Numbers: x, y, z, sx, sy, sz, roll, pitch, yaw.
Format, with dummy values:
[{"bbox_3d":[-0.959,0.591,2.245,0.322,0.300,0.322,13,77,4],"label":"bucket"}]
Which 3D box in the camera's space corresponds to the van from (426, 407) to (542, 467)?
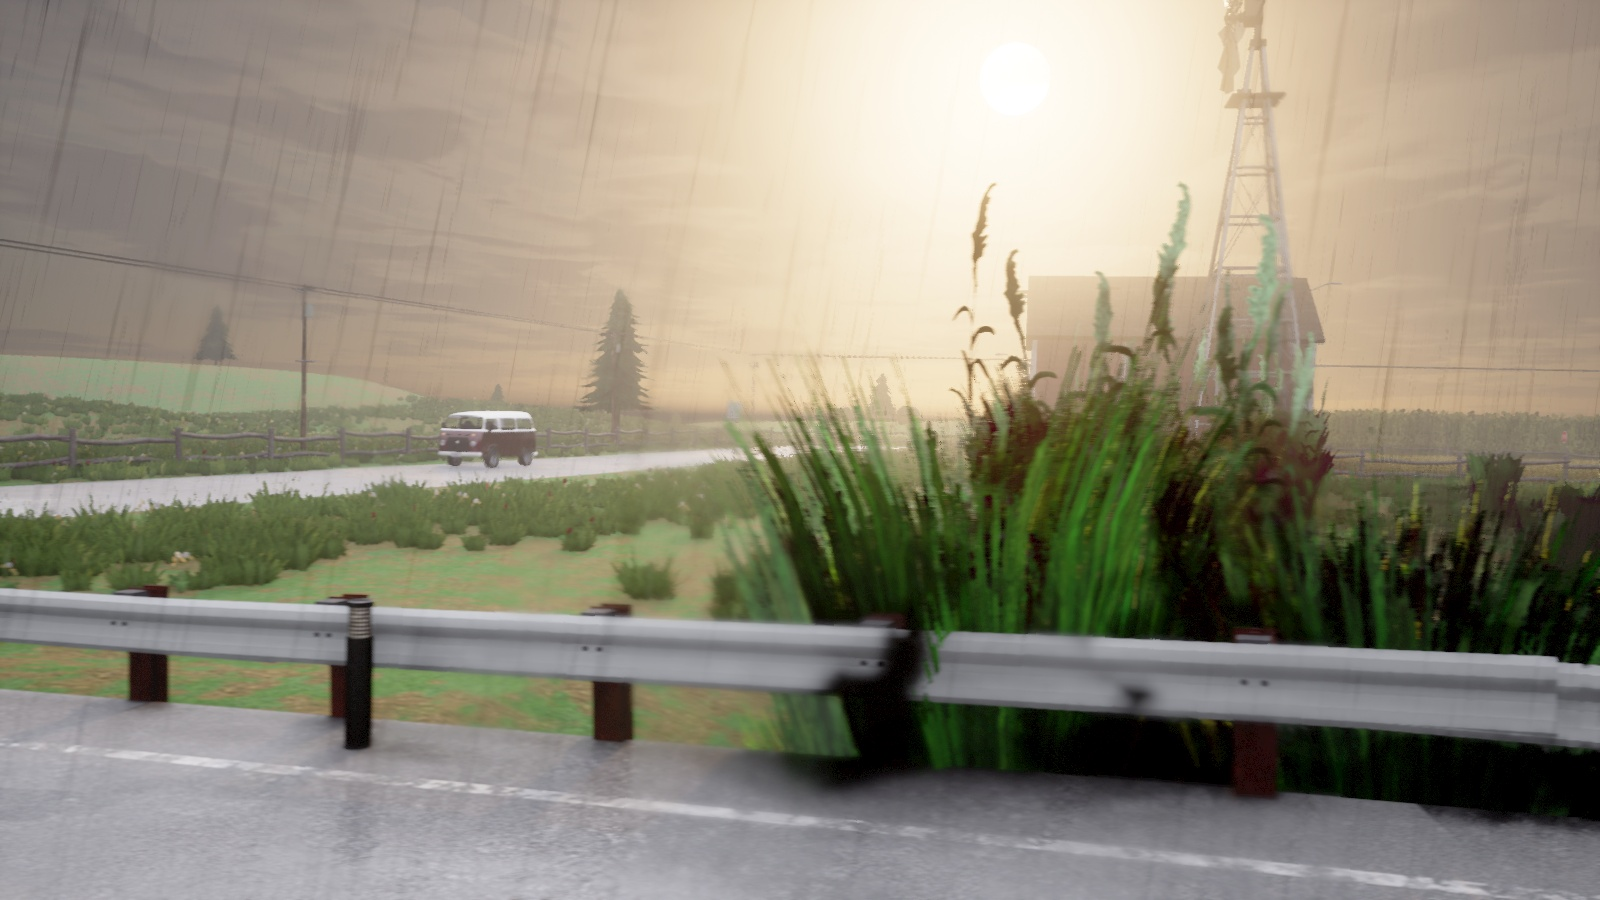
[{"bbox_3d":[-11.459,-0.500,45.932,2.069,2.038,4.480,2,2,16],"label":"van"}]
